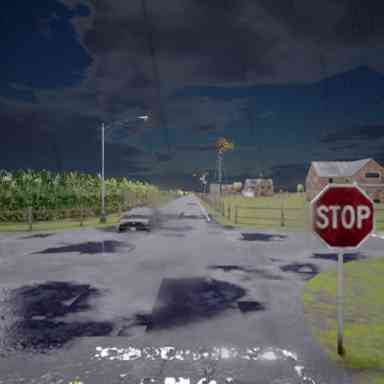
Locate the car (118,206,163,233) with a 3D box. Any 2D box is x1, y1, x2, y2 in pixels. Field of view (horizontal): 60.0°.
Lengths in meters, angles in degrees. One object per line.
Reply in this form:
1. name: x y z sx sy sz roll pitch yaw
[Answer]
1. car: -2.915 1.567 20.137 2.033 1.411 5.357 0 0 4
